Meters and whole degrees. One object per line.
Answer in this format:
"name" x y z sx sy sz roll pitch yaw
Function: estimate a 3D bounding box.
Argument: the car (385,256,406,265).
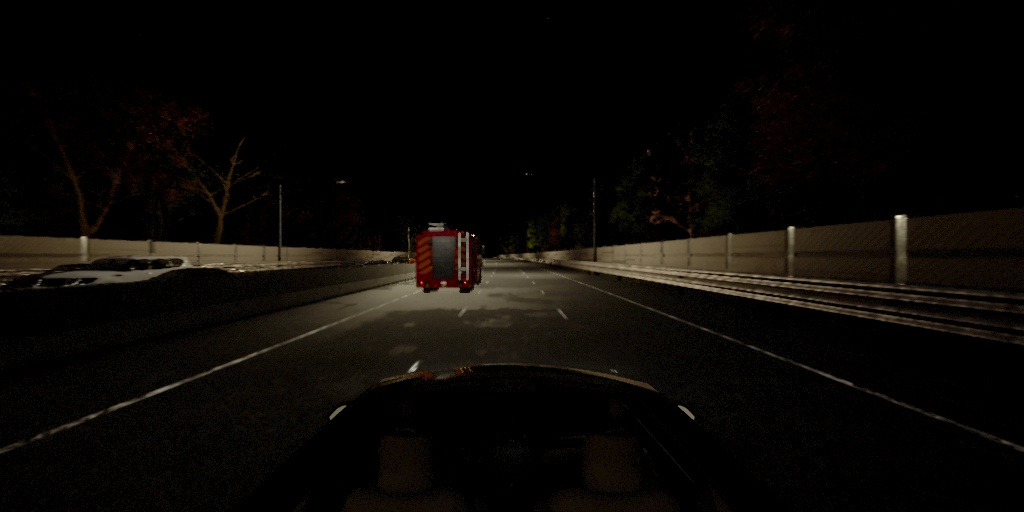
"car" -18.344 1.020 58.359 2.150 2.045 5.566 0 0 -1

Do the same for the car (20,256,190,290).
"car" -17.640 1.000 16.479 2.150 2.045 5.566 0 0 0

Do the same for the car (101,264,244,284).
"car" -14.134 1.251 15.722 1.882 1.535 5.008 0 0 0

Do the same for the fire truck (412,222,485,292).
"fire truck" -3.604 0.112 22.704 2.891 3.827 8.468 0 0 -1

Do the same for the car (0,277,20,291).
"car" -21.144 1.136 17.483 2.097 1.767 4.553 0 0 0

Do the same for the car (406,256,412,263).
"car" -14.819 1.021 57.710 2.150 2.045 5.566 0 0 -1

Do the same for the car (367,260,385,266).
"car" -21.836 1.336 58.278 2.033 1.411 5.357 0 0 -1
